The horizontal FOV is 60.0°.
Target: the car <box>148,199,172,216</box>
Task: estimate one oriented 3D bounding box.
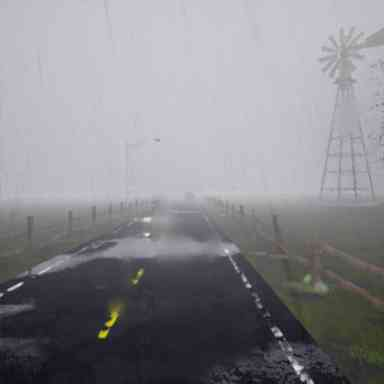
[{"bbox_3d":[-2.964,1.441,31.107,1.837,1.490,4.892,0,0,0],"label":"car"}]

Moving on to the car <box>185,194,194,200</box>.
[{"bbox_3d":[-0.564,1.281,81.304,1.994,1.385,4.181,0,0,0],"label":"car"}]

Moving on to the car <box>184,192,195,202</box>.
[{"bbox_3d":[-0.491,1.063,70.913,2.150,2.045,5.566,0,0,0],"label":"car"}]
